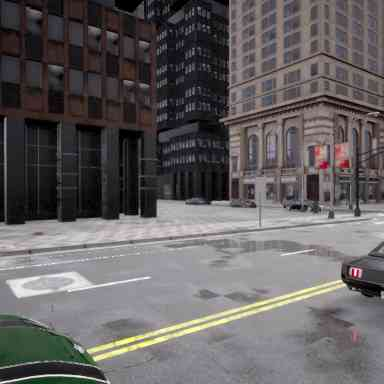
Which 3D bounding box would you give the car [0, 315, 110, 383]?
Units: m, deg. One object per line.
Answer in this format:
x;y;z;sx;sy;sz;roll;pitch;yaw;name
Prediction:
-2.605;1.352;1.579;4.553;1.767;2.097;0;0;-36;car

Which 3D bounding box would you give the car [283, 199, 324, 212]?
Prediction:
12.744;1.517;38.244;2.128;1.511;4.902;0;0;-35;car

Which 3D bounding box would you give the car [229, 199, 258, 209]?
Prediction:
7.075;1.600;46.244;1.994;1.385;4.181;0;0;-36;car

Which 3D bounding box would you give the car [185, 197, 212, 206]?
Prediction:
1.010;1.595;54.836;2.033;1.411;5.357;0;0;-36;car

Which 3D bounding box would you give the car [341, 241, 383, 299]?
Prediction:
5.383;1.600;7.284;4.718;1.301;1.895;0;0;-35;car
